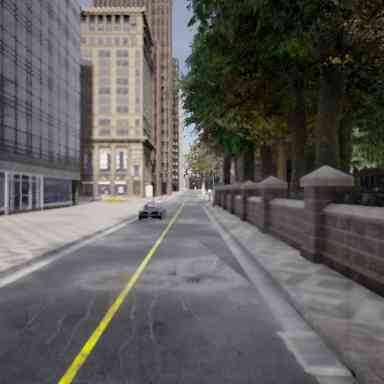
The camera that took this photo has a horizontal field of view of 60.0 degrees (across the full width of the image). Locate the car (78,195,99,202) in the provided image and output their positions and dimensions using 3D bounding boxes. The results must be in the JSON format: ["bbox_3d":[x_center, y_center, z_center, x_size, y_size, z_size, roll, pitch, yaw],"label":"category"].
[{"bbox_3d":[-20.809,1.345,67.207,4.718,1.301,1.895,1,0,0],"label":"car"}]

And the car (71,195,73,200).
[{"bbox_3d":[-26.311,1.245,73.010,4.313,1.339,1.947,1,-1,0],"label":"car"}]

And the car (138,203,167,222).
[{"bbox_3d":[-3.104,1.587,26.670,1.895,1.301,4.718,0,0,0],"label":"car"}]

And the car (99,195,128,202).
[{"bbox_3d":[-14.942,1.339,64.418,4.829,1.417,1.752,1,0,0],"label":"car"}]
